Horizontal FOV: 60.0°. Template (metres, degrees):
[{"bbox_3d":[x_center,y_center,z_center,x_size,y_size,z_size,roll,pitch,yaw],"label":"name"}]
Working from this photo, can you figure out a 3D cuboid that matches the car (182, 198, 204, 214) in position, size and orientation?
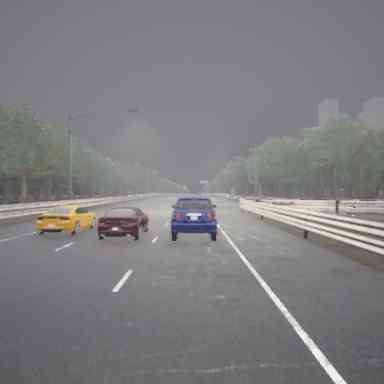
[{"bbox_3d":[0.100,1.463,35.464,2.128,1.511,4.902,0,0,0],"label":"car"}]

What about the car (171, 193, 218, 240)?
[{"bbox_3d":[0.113,1.231,17.204,2.150,2.045,5.566,0,0,0],"label":"car"}]

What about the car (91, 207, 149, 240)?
[{"bbox_3d":[-3.397,1.487,17.169,1.882,1.535,5.008,0,0,0],"label":"car"}]

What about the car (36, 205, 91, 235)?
[{"bbox_3d":[-6.897,1.487,18.747,1.882,1.535,5.008,0,0,0],"label":"car"}]

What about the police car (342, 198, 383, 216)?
[{"bbox_3d":[15.963,1.332,29.948,2.038,1.542,4.974,0,-1,-28],"label":"police car"}]
